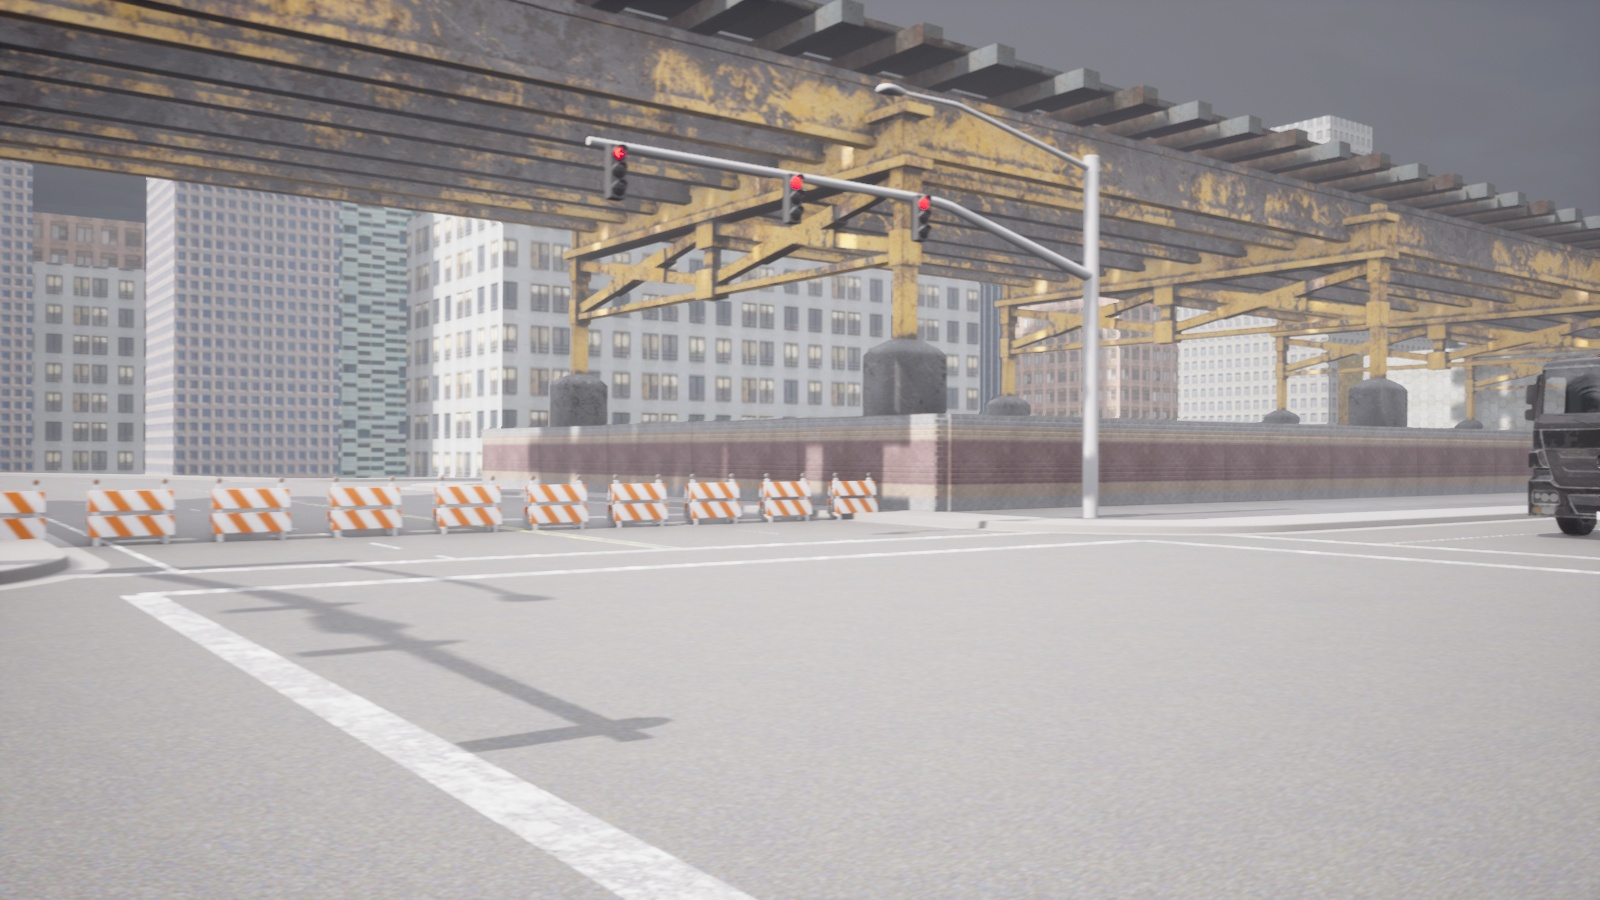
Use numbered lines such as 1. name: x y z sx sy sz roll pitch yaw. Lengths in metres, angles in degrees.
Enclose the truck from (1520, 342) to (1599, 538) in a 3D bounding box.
1. truck: 17.390 -0.170 24.292 7.936 3.462 2.891 0 0 -35
